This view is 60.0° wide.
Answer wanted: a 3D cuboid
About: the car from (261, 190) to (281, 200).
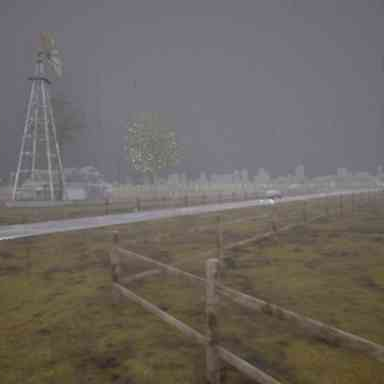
[{"bbox_3d":[12.270,0.440,51.204,1.812,1.442,4.674,-2,0,36],"label":"car"}]
